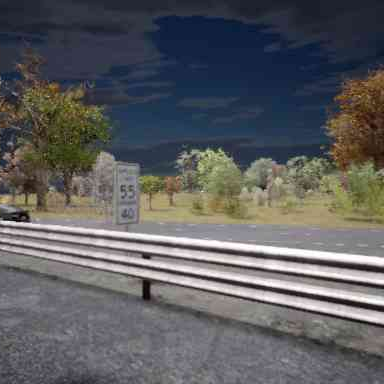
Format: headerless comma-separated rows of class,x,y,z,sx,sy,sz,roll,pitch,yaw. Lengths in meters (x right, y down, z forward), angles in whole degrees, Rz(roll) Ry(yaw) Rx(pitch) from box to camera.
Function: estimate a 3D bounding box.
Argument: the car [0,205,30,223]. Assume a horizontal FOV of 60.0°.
car,-14.150,1.660,24.039,5.008,1.535,1.882,0,0,17
